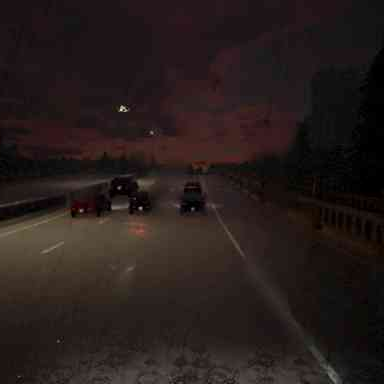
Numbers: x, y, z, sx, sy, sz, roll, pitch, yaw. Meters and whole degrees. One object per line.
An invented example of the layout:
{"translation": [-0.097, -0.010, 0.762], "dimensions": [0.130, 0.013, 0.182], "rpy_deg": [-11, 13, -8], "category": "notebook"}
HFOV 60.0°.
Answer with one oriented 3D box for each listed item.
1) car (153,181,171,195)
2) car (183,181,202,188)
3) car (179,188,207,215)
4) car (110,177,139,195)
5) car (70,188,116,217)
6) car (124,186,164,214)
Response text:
{"translation": [-3.429, -0.523, 37.210], "dimensions": [1.994, 1.385, 4.181], "rpy_deg": [0, 6, 0], "category": "car"}
{"translation": [0.071, -0.494, 36.228], "dimensions": [2.128, 1.511, 4.902], "rpy_deg": [0, 6, 0], "category": "car"}
{"translation": [0.070, 0.747, 23.772], "dimensions": [1.812, 1.442, 4.674], "rpy_deg": [0, 4, 0], "category": "car"}
{"translation": [-6.928, -0.564, 34.330], "dimensions": [2.150, 2.045, 5.566], "rpy_deg": [0, 6, 0], "category": "car"}
{"translation": [-6.916, 0.805, 23.036], "dimensions": [1.812, 1.442, 4.674], "rpy_deg": [0, 4, 0], "category": "car"}
{"translation": [-3.421, 0.662, 24.573], "dimensions": [1.837, 1.490, 4.892], "rpy_deg": [0, 4, 0], "category": "car"}
